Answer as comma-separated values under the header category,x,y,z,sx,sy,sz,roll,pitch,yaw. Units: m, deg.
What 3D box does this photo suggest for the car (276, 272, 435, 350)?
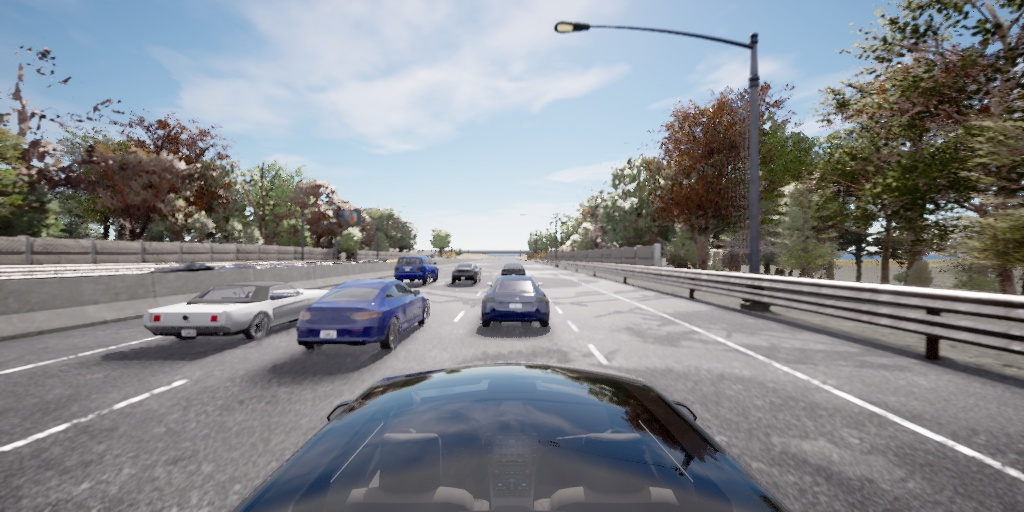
category,x,y,z,sx,sy,sz,roll,pitch,yaw
car,-3.401,1.285,8.945,1.812,1.442,4.674,0,0,0

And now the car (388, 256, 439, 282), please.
category,x,y,z,sx,sy,sz,roll,pitch,yaw
car,-6.907,1.012,26.413,2.150,2.045,5.566,0,0,0

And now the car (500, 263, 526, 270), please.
category,x,y,z,sx,sy,sz,roll,pitch,yaw
car,0.099,1.273,28.848,1.882,1.535,5.008,0,0,0

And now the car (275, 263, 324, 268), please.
category,x,y,z,sx,sy,sz,roll,pitch,yaw
car,-17.604,1.347,31.103,2.033,1.411,5.357,0,0,0

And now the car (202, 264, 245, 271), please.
category,x,y,z,sx,sy,sz,roll,pitch,yaw
car,-24.599,1.366,31.958,1.994,1.385,4.181,0,0,0

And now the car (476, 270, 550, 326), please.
category,x,y,z,sx,sy,sz,roll,pitch,yaw
car,0.098,1.328,11.736,1.994,1.385,4.181,0,0,0

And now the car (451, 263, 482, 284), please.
category,x,y,z,sx,sy,sz,roll,pitch,yaw
car,-3.404,1.297,27.319,1.837,1.490,4.892,0,0,0

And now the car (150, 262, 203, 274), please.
category,x,y,z,sx,sy,sz,roll,pitch,yaw
car,-28.098,1.277,30.832,1.882,1.535,5.008,0,0,0

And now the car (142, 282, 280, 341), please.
category,x,y,z,sx,sy,sz,roll,pitch,yaw
car,-6.902,1.362,9.886,1.895,1.301,4.718,0,0,0

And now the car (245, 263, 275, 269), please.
category,x,y,z,sx,sy,sz,roll,pitch,yaw
car,-21.101,1.350,32.638,2.033,1.411,5.357,0,0,0
